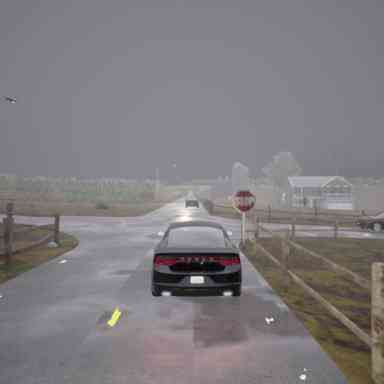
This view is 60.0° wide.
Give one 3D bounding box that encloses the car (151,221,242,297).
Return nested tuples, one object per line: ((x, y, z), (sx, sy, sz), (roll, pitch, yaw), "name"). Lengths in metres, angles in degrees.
((0.088, 1.478, 8.634), (1.882, 1.535, 5.008), (0, 0, 0), "car")

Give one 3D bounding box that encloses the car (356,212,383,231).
((14.811, 2.147, 24.653), (5.008, 1.535, 1.882), (2, 1, -1), "car")

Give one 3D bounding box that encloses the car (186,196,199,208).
((0.028, 1.577, 50.918), (1.882, 1.535, 5.008), (0, 0, 0), "car")

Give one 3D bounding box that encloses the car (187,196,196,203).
((-0.110, 1.705, 79.778), (2.128, 1.511, 4.902), (0, 0, 0), "car")
